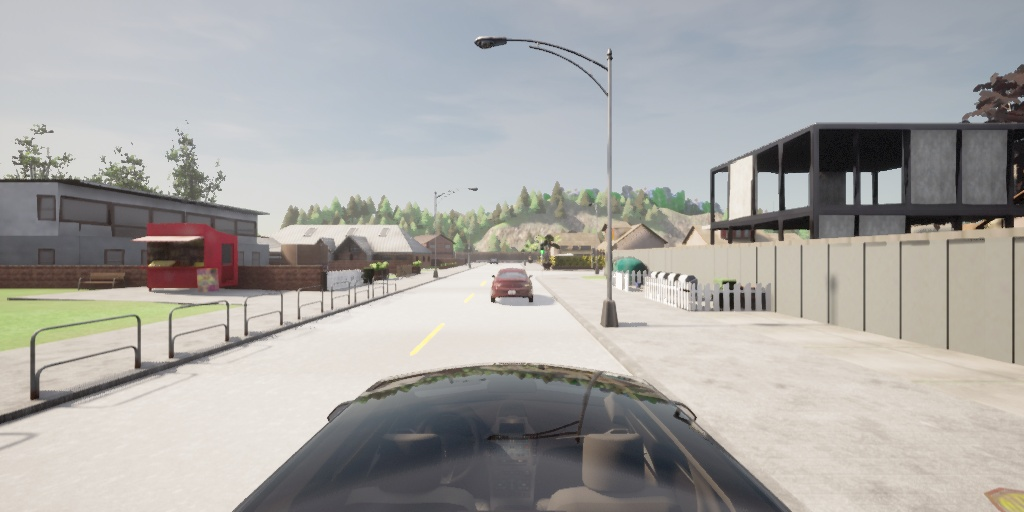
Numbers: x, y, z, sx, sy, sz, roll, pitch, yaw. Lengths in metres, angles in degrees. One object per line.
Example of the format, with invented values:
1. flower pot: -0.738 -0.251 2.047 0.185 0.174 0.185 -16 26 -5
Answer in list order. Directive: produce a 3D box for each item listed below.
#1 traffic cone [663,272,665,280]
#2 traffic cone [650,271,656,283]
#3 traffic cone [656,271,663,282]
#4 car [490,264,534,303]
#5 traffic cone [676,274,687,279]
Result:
1. traffic cone: 11.751 1.558 28.565 0.344 0.586 0.344 0 0 0
2. traffic cone: 10.391 1.579 26.955 0.344 0.586 0.344 0 0 0
3. traffic cone: 11.390 1.554 27.996 0.344 0.586 0.344 0 0 0
4. car: 0.000 1.280 16.500 1.812 1.442 4.674 0 0 0
5. traffic cone: 15.798 1.565 33.449 0.344 0.586 0.344 0 0 0
